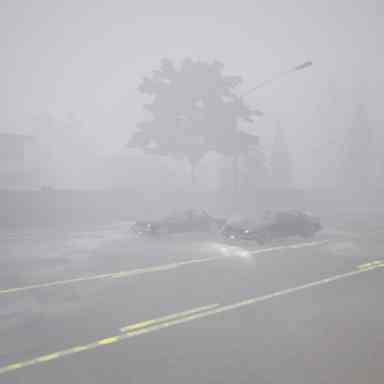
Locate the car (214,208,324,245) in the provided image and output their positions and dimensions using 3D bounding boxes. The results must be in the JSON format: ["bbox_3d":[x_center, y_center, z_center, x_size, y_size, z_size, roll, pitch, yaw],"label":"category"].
[{"bbox_3d":[3.835,1.463,15.316,5.357,1.411,2.033,0,0,-35],"label":"car"}]

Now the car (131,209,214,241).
[{"bbox_3d":[-0.570,1.537,16.475,4.718,1.301,1.895,-1,0,-35],"label":"car"}]
